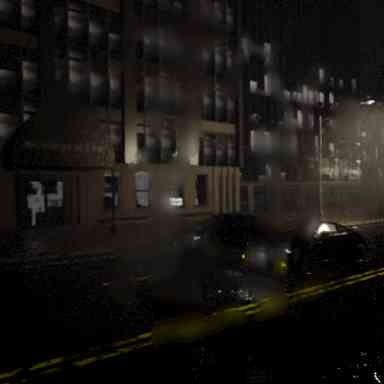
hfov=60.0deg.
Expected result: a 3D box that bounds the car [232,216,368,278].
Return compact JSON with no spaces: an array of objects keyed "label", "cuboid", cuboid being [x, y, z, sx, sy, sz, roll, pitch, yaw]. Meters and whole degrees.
[{"label":"car","cuboid":[3.519,1.552,10.189,4.181,1.385,1.994,0,0,-36]}]

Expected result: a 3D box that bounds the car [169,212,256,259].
[{"label":"car","cuboid":[1.351,1.515,12.636,4.674,1.442,1.812,0,0,-36]}]
